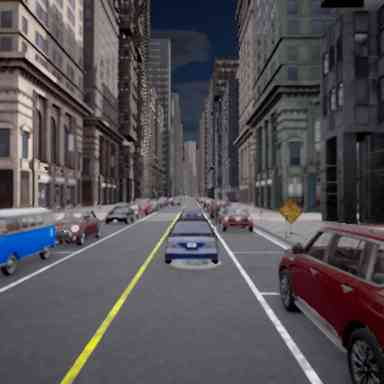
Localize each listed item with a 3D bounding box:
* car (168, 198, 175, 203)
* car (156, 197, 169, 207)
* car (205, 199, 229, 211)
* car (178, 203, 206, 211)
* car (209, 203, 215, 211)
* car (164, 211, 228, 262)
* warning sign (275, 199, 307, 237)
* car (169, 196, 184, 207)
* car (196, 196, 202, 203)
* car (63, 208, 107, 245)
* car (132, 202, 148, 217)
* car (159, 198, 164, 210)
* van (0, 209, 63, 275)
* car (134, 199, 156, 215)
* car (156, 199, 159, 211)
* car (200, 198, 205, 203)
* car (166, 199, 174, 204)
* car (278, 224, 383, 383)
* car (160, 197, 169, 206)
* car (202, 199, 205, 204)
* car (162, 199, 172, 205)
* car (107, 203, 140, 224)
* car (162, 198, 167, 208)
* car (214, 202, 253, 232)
[{"bbox_3d":[-5.835,2.459,94.311,1.752,1.417,4.829,0,-1,0],"label":"car"},{"bbox_3d":[-5.812,1.970,66.475,2.192,1.841,5.009,0,-1,0],"label":"car"},{"bbox_3d":[2.740,1.639,32.876,2.192,1.841,5.009,0,-1,0],"label":"car"},{"bbox_3d":[-0.006,1.879,28.262,1.895,1.301,4.718,0,-1,0],"label":"car"},{"bbox_3d":[2.743,1.834,27.273,1.947,1.339,4.313,0,-1,0],"label":"car"},{"bbox_3d":[0.001,1.672,12.535,2.033,1.411,5.357,0,-1,0],"label":"car"},{"bbox_3d":[5.049,1.283,16.985,1.300,1.860,1.060,0,-1,0],"label":"warning sign"},{"bbox_3d":[-3.071,2.147,65.315,1.837,1.490,4.892,0,-1,0],"label":"car"},{"bbox_3d":[2.699,2.263,83.292,1.967,1.590,4.097,0,-1,0],"label":"car"},{"bbox_3d":[-5.773,1.598,16.061,1.967,1.590,4.097,0,-1,0],"label":"car"},{"bbox_3d":[-5.787,1.905,32.864,1.802,1.307,4.206,0,-1,0],"label":"car"},{"bbox_3d":[-5.800,2.040,49.668,2.008,1.369,4.403,0,-1,0],"label":"car"},{"bbox_3d":[-5.768,1.445,10.460,1.690,1.788,3.998,0,-1,0],"label":"van"},{"bbox_3d":[-5.790,1.693,38.468,2.192,1.841,5.009,0,-1,0],"label":"car"},{"bbox_3d":[-5.795,1.957,43.898,1.752,1.417,4.829,0,-1,0],"label":"car"},{"bbox_3d":[2.721,2.089,55.282,1.887,1.381,4.507,0,-1,0],"label":"car"},{"bbox_3d":[-5.831,2.461,88.878,1.802,1.307,4.206,0,-1,0],"label":"car"},{"bbox_3d":[2.762,1.364,4.867,2.192,1.841,5.009,0,-1,0],"label":"car"},{"bbox_3d":[-5.808,2.040,60.873,1.967,1.590,4.097,0,-1,0],"label":"car"},{"bbox_3d":[2.730,1.985,44.078,2.008,1.369,4.403,0,-1,0],"label":"car"},{"bbox_3d":[-5.822,2.311,77.676,1.887,1.381,4.507,0,-1,0],"label":"car"},{"bbox_3d":[-5.782,1.834,27.262,1.947,1.339,4.313,0,-1,0],"label":"car"},{"bbox_3d":[-5.804,2.110,55.270,1.947,1.339,4.313,0,-1,0],"label":"car"},{"bbox_3d":[2.748,1.654,21.672,1.967,1.590,4.097,0,-1,0],"label":"car"}]
